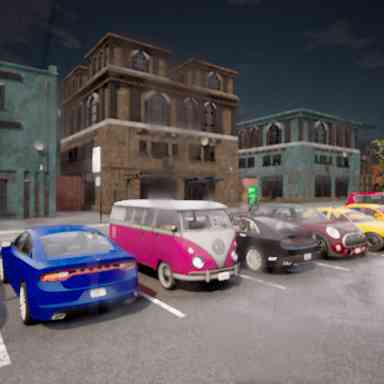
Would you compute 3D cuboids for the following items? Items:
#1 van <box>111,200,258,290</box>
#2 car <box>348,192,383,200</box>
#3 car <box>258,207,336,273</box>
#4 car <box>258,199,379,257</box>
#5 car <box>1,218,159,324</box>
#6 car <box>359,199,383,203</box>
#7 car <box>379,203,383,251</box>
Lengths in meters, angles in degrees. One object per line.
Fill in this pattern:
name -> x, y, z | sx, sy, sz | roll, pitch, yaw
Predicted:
van -> -0.613, 1.208, 8.871 | 1.878, 1.987, 4.442 | -1, 0, -36
car -> 10.654, 1.038, 17.038 | 2.435, 2.045, 5.566 | -1, 0, -36
car -> 1.588, 1.407, 10.582 | 2.231, 1.521, 4.892 | -1, 0, -36
car -> 3.931, 1.250, 12.303 | 2.185, 1.767, 4.553 | -1, 0, -36
car -> -2.940, 1.462, 7.344 | 2.097, 1.535, 5.008 | -1, 0, -36
car -> 8.373, 1.318, 15.448 | 2.097, 1.535, 5.008 | -1, 0, -36
car -> 6.220, 1.344, 13.674 | 1.946, 1.575, 5.366 | -1, 0, -36
